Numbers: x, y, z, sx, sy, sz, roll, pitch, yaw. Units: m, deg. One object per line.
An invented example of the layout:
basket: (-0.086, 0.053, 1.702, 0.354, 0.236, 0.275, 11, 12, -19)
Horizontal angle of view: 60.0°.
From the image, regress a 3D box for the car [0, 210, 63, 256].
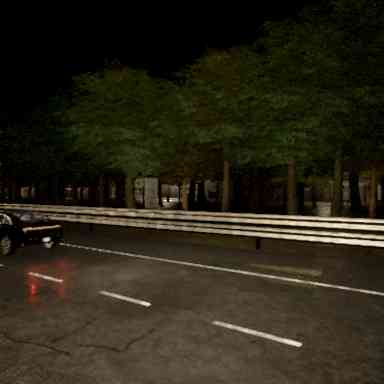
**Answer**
car: (-7.162, 1.492, 13.281, 4.902, 1.511, 2.128, 0, 0, 36)
